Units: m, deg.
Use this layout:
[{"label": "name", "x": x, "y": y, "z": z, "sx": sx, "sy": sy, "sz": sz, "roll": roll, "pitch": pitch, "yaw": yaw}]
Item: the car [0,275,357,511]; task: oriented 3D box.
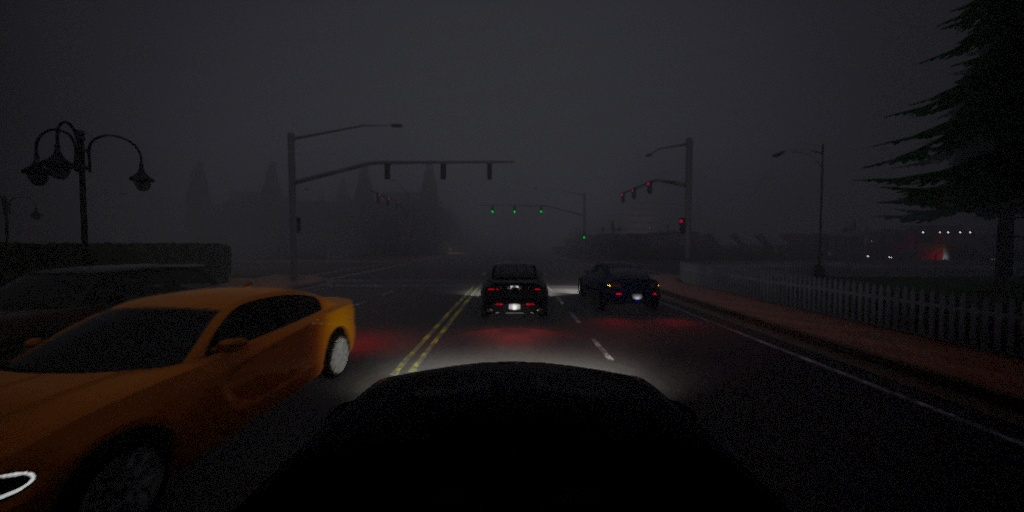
[{"label": "car", "x": -3.589, "y": 1.147, "z": 4.079, "sx": 1.882, "sy": 1.535, "sz": 5.008, "roll": 0, "pitch": 2, "yaw": 0}]

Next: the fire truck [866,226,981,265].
[{"label": "fire truck", "x": 41.380, "y": -1.091, "z": 36.457, "sx": 8.468, "sy": 3.827, "sz": 2.891, "roll": 0, "pitch": 2, "yaw": -1}]

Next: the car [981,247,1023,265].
[{"label": "car", "x": 45.951, "y": 0.194, "z": 33.151, "sx": 4.892, "sy": 1.490, "sz": 1.837, "roll": 0, "pitch": 2, "yaw": -1}]

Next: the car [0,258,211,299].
[{"label": "car", "x": -7.079, "y": 0.959, "z": 5.953, "sx": 2.097, "sy": 1.767, "sz": 4.553, "roll": 0, "pitch": 2, "yaw": 1}]

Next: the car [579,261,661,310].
[{"label": "car", "x": 3.582, "y": 0.911, "z": 12.505, "sx": 1.812, "sy": 1.442, "sz": 4.674, "roll": 0, "pitch": 2, "yaw": 0}]

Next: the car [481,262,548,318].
[{"label": "car", "x": 0.077, "y": 0.929, "z": 11.391, "sx": 1.837, "sy": 1.490, "sz": 4.892, "roll": 0, "pitch": 2, "yaw": 0}]
